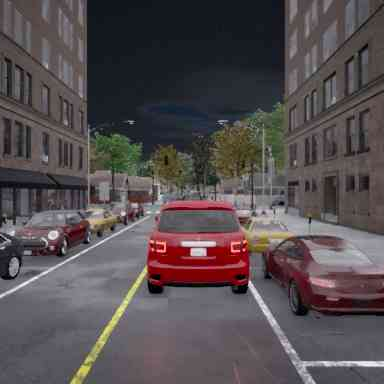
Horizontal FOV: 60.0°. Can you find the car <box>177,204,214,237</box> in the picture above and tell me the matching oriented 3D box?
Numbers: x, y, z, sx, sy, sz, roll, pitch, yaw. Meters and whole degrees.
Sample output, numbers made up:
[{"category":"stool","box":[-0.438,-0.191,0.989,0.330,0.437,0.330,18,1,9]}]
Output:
[{"category":"car","box":[0.186,1.511,18.960,1.837,1.490,4.892,0,0,1]}]

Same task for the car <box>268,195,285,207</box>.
[{"category":"car","box":[13.612,1.288,48.946,4.553,1.767,2.097,0,0,0]}]

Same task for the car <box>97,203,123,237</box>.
[{"category":"car","box":[-5.307,1.531,18.113,1.752,1.417,4.829,0,0,0]}]

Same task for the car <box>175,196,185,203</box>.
[{"category":"car","box":[-2.687,1.608,73.572,2.033,1.411,5.357,0,0,0]}]

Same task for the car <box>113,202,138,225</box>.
[{"category":"car","box":[-5.280,1.449,23.802,1.967,1.590,4.097,0,0,0]}]

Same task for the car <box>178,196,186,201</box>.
[{"category":"car","box":[-2.653,1.649,88.520,1.994,1.385,4.181,0,0,0]}]

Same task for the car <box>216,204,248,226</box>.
[{"category":"car","box":[2.746,1.591,23.765,1.802,1.307,4.206,0,0,0]}]

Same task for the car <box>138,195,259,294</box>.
[{"category":"car","box":[0.135,1.223,8.931,2.150,2.045,5.566,0,0,0]}]

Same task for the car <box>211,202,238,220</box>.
[{"category":"car","box":[2.773,1.578,29.283,1.947,1.339,4.313,0,0,0]}]

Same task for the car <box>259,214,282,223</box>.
[{"category":"car","box":[2.693,1.528,12.899,1.752,1.417,4.829,0,0,0]}]

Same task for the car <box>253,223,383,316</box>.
[{"category":"car","box":[2.665,1.582,7.210,1.802,1.307,4.206,0,0,0]}]

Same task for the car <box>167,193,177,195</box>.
[{"category":"car","box":[-3.553,1.264,58.562,2.150,2.045,5.566,1,0,11]}]

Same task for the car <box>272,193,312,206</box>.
[{"category":"car","box":[15.678,1.146,52.217,5.566,2.045,2.150,0,0,-1]}]

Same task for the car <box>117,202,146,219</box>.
[{"category":"car","box":[-5.253,1.594,29.321,1.802,1.307,4.206,0,0,0]}]

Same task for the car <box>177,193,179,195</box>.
[{"category":"car","box":[0.106,1.233,28.974,2.150,2.045,5.566,0,0,2]}]

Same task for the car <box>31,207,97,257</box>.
[{"category":"car","box":[-5.333,1.443,12.764,1.967,1.590,4.097,0,0,0]}]

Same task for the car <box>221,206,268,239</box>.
[{"category":"car","box":[2.719,1.550,18.247,1.887,1.381,4.507,0,0,0]}]

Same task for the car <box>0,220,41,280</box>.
[{"category":"car","box":[-5.360,1.551,7.245,2.008,1.369,4.403,0,0,0]}]
